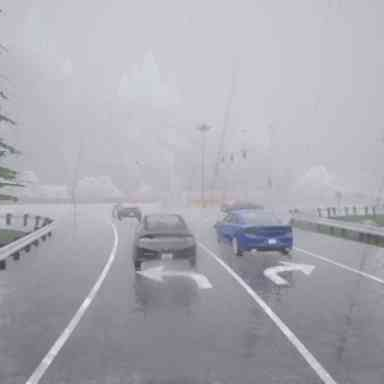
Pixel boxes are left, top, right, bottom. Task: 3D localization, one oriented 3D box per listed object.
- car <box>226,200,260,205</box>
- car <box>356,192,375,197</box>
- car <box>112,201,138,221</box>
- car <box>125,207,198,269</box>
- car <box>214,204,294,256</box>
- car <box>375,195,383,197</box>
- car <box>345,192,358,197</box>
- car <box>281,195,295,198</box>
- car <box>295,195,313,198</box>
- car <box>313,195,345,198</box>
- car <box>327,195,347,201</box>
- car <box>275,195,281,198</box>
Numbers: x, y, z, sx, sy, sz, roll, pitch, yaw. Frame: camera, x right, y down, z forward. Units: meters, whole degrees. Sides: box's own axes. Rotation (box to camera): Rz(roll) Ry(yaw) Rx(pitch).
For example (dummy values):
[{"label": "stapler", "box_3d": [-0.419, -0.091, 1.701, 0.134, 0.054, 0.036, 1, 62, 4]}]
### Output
[{"label": "car", "box_3d": [5.073, 1.471, 32.842, 4.674, 1.442, 1.812, 0, -1, -29]}, {"label": "car", "box_3d": [38.124, 1.360, 70.962, 5.357, 1.411, 2.033, 0, 0, -28]}, {"label": "car", "box_3d": [-5.430, 1.505, 27.434, 1.812, 1.442, 4.674, 0, 0, -21]}, {"label": "car", "box_3d": [-1.009, 1.479, 11.165, 2.128, 1.511, 4.902, 0, 0, -8]}, {"label": "car", "box_3d": [2.203, 1.455, 13.148, 1.882, 1.535, 5.008, 0, 0, -9]}, {"label": "car", "box_3d": [40.247, 1.344, 68.138, 4.674, 1.442, 1.812, 0, 0, -28]}, {"label": "car", "box_3d": [35.823, 1.047, 73.738, 5.566, 2.045, 2.150, 0, 0, -24]}, {"label": "car", "box_3d": [21.357, 1.385, 68.154, 4.674, 1.442, 1.812, 0, 0, -18]}, {"label": "car", "box_3d": [23.422, 1.381, 65.143, 4.902, 1.511, 2.128, 0, 0, -18]}, {"label": "car", "box_3d": [25.592, 1.385, 62.171, 4.674, 1.442, 1.812, 0, 0, -18]}, {"label": "car", "box_3d": [33.320, 1.376, 76.397, 4.181, 1.385, 1.994, 0, 0, -24]}, {"label": "car", "box_3d": [19.260, 1.339, 71.154, 5.008, 1.535, 1.882, 0, 0, -18]}]
